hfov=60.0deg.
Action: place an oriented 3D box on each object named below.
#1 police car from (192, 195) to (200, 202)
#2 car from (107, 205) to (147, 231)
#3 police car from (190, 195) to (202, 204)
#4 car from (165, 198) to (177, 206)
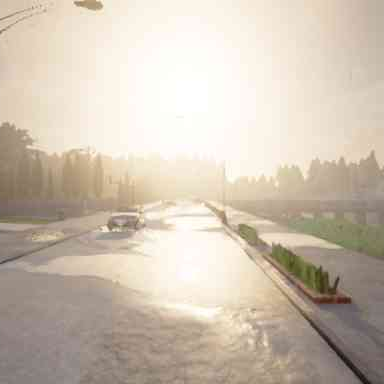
[{"bbox_3d":[1.134,1.823,90.689,1.930,1.638,5.238,-4,0,0],"label":"police car"},{"bbox_3d":[-4.101,1.598,21.504,2.128,1.511,4.902,0,0,0],"label":"car"},{"bbox_3d":[1.150,1.771,74.705,1.930,1.638,5.238,-2,-1,0],"label":"police car"},{"bbox_3d":[-4.023,1.839,63.773,1.812,1.442,4.674,0,0,0],"label":"car"}]
